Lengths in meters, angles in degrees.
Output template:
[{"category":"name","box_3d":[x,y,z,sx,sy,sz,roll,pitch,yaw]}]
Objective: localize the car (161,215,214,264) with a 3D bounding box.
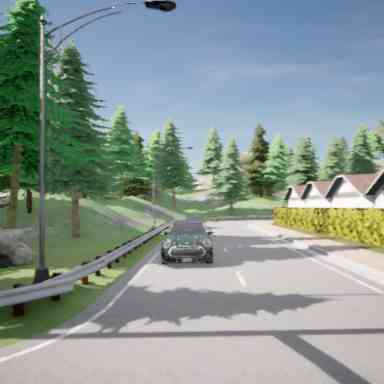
[{"category":"car","box_3d":[-0.134,2.124,15.021,2.097,1.767,4.553,-1,-2,2]}]

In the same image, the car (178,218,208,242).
[{"category":"car","box_3d":[0.147,2.748,25.073,2.033,1.411,5.357,-1,-2,2]}]
